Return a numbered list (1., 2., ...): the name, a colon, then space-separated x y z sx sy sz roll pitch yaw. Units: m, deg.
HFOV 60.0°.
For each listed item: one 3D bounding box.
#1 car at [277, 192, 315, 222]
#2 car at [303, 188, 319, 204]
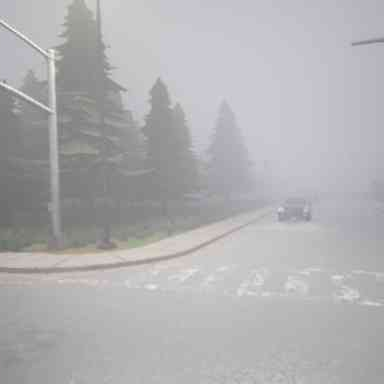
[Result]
1. car: 7.331 1.100 23.518 2.097 1.767 4.553 -2 0 22
2. car: 16.515 0.529 46.470 2.150 2.045 5.566 -2 0 22
